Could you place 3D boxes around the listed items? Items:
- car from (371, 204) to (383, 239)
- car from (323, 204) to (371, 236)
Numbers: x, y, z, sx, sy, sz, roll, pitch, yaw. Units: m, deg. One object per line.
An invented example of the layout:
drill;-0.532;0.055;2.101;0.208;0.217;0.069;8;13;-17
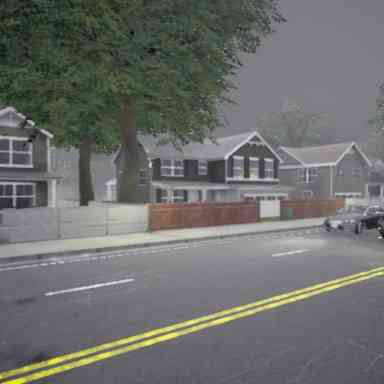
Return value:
car;10.901;1.159;15.453;5.566;2.045;2.150;0;0;-35
car;9.181;1.430;18.216;4.902;1.511;2.128;0;0;-35
